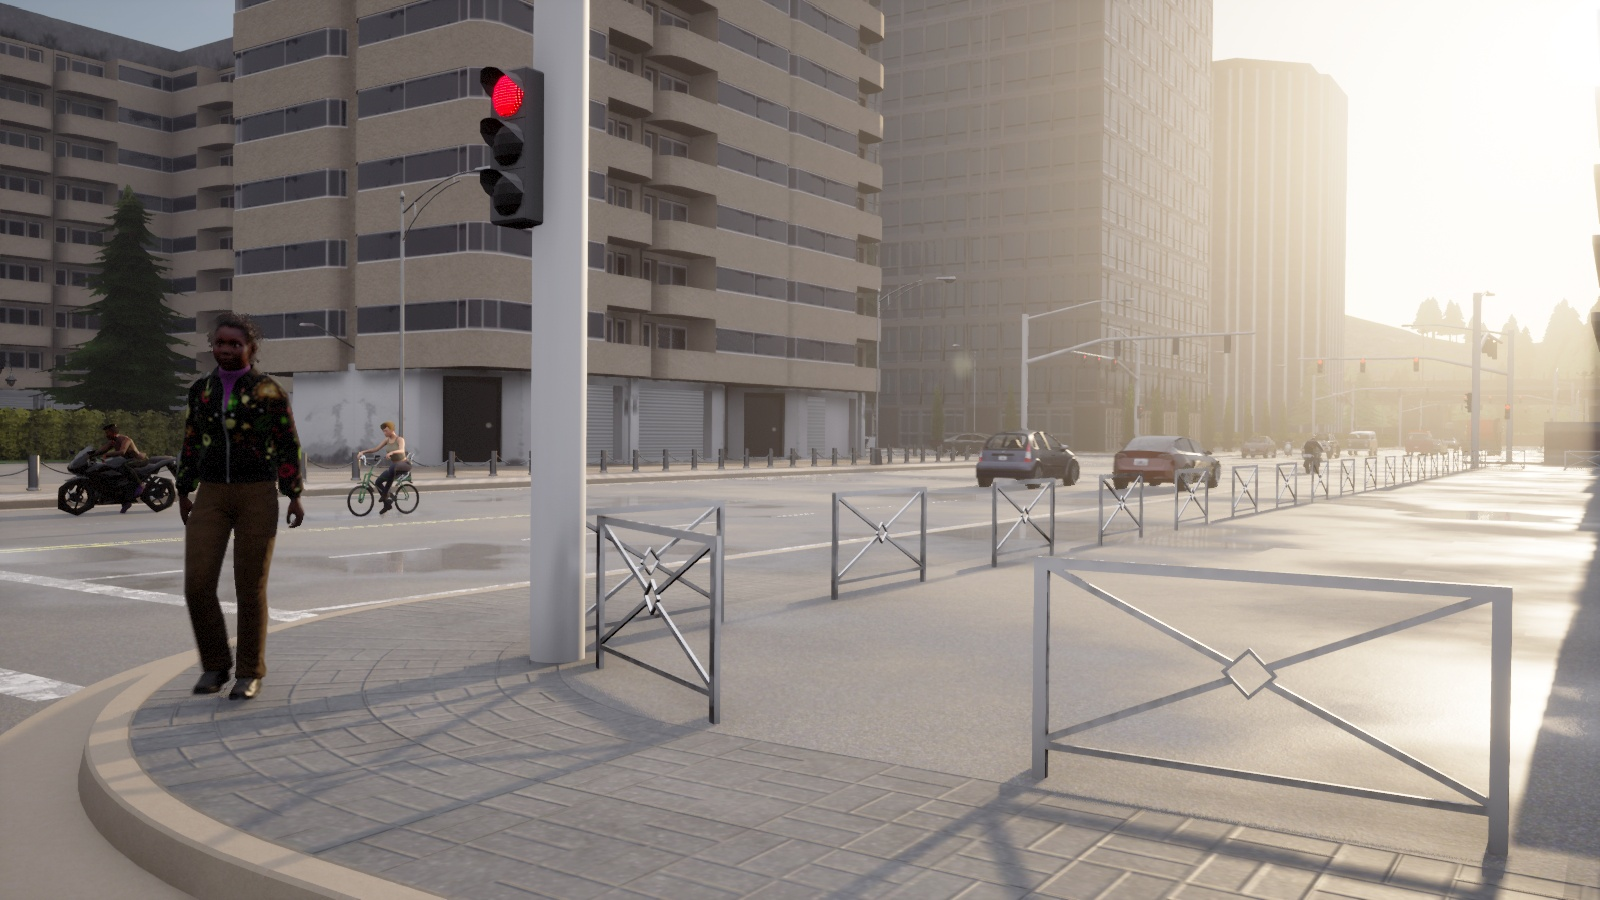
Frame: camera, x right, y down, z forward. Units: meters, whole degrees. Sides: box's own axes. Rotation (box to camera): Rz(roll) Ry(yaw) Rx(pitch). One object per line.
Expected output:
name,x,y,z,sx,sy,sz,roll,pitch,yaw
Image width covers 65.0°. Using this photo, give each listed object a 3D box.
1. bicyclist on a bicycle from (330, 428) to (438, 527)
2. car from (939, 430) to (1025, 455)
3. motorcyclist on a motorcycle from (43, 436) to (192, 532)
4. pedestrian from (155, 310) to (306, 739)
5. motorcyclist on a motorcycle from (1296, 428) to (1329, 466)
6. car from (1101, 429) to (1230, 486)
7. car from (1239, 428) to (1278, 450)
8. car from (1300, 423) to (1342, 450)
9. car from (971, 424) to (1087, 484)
bicyclist on a bicycle,-7.076,0.440,21.409,0.866,1.612,1.509,0,1,33
car,11.214,-0.479,77.522,4.892,1.490,1.837,0,1,33
motorcyclist on a motorcycle,-11.443,0.529,21.112,0.797,1.523,2.044,0,1,33
pedestrian,-2.703,0.332,6.007,0.395,1.930,0.692,-1,1,-2
motorcyclist on a motorcycle,21.191,-0.134,51.919,0.866,1.530,2.191,0,1,33
car,10.352,0.156,35.303,2.163,1.488,4.792,0,1,33
car,32.145,-0.781,87.929,1.789,1.549,3.705,0,1,33
car,36.743,-0.994,88.571,1.932,1.855,4.605,0,1,33
car,6.619,0.078,35.986,1.851,1.617,3.988,0,1,33
